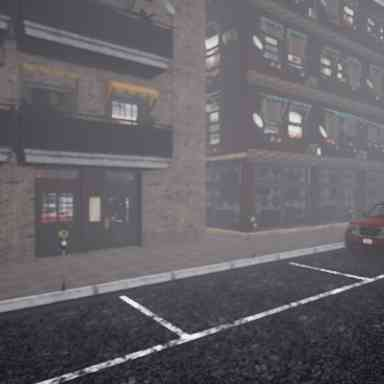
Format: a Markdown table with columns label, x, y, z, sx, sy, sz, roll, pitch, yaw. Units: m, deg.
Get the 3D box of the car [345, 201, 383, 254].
| label | x | y | z | sx | sy | sz | roll | pitch | yaw |
| --- | --- | --- | --- | --- | --- | --- | --- | --- | --- |
| car | 7.595 | 1.221 | 11.960 | 5.009 | 1.841 | 2.192 | -1 | 1 | -35 |
